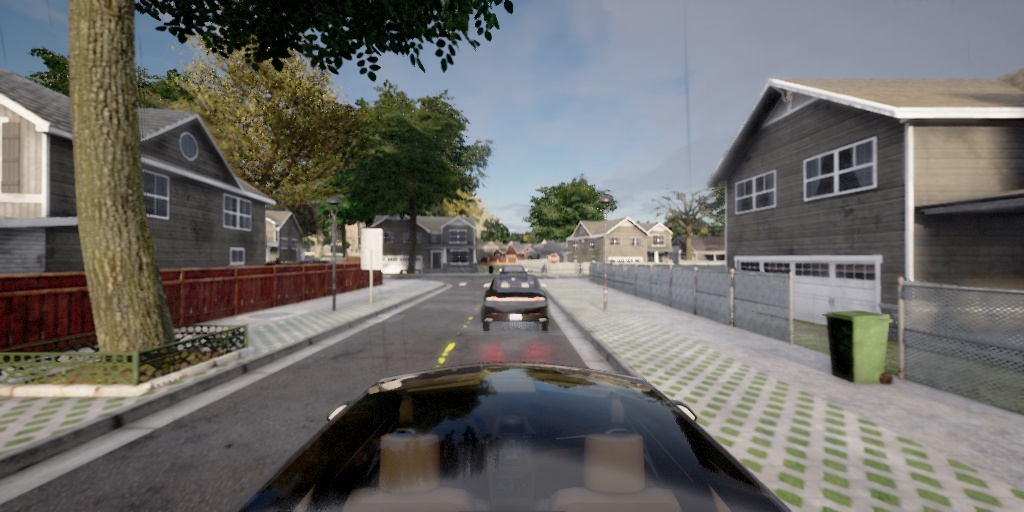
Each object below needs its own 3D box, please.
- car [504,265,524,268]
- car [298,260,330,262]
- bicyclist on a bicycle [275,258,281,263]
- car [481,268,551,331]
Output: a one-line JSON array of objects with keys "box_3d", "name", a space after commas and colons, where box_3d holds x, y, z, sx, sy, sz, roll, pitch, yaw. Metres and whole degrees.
[{"box_3d": [0.123, 1.356, 25.593, 1.882, 1.535, 5.008, 0, 0, 1], "name": "car"}, {"box_3d": [-15.620, 1.135, 29.699, 4.553, 1.767, 2.097, 0, 0, -12], "name": "car"}, {"box_3d": [-22.336, 1.056, 34.298, 0.582, 1.620, 1.656, 0, 0, -12], "name": "bicyclist on a bicycle"}, {"box_3d": [0.101, 1.293, 11.197, 2.128, 1.511, 4.902, 0, 0, 0], "name": "car"}]
